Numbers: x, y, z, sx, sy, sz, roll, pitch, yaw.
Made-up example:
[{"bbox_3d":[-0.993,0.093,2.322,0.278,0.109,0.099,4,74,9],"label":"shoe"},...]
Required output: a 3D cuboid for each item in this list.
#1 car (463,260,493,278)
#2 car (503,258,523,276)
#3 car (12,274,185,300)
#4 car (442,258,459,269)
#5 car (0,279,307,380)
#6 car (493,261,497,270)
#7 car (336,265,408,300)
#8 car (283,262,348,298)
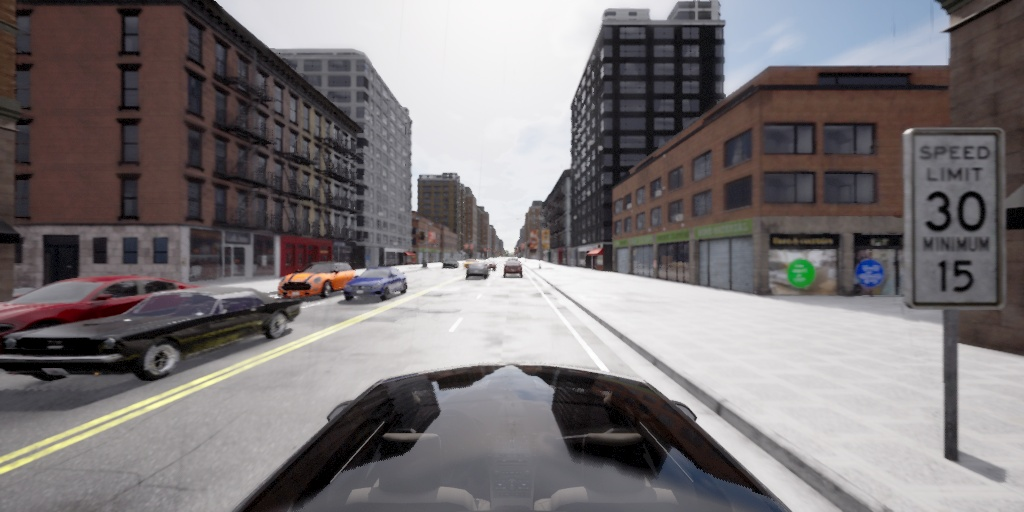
[{"bbox_3d":[-3.151,1.313,33.508,1.994,1.385,4.181,0,0,0],"label":"car"},{"bbox_3d":[0.102,1.225,36.411,1.882,1.535,5.008,0,0,0],"label":"car"},{"bbox_3d":[-9.811,1.228,8.484,1.882,1.535,5.008,0,0,0],"label":"car"},{"bbox_3d":[-9.751,1.099,57.192,2.097,1.767,4.553,0,0,0],"label":"car"},{"bbox_3d":[-6.569,1.351,7.360,1.895,1.301,4.718,0,0,0],"label":"car"},{"bbox_3d":[-3.150,1.348,50.652,1.895,1.301,4.718,0,0,0],"label":"car"},{"bbox_3d":[-6.500,1.275,17.655,1.812,1.442,4.674,0,0,0],"label":"car"},{"bbox_3d":[-9.750,1.101,18.411,2.097,1.767,4.553,0,0,0],"label":"car"}]
